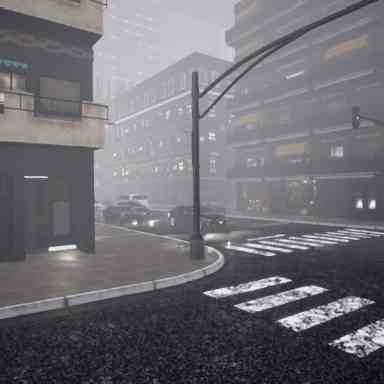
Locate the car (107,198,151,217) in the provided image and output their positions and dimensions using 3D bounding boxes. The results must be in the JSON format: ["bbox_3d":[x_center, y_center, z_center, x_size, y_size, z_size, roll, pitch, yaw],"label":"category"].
[{"bbox_3d":[-5.309,1.540,28.879,1.837,1.490,4.892,-1,1,-36],"label":"car"}]

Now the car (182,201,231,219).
[{"bbox_3d":[1.189,1.512,29.144,2.008,1.369,4.403,-1,1,-36],"label":"car"}]

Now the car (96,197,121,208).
[{"bbox_3d":[-11.914,1.519,47.220,1.887,1.381,4.507,-1,1,-36],"label":"car"}]

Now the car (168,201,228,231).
[{"bbox_3d":[0.258,1.534,21.201,1.837,1.490,4.892,-1,1,-36],"label":"car"}]

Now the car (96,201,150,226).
[{"bbox_3d":[-5.191,1.632,24.519,1.947,1.339,4.313,-1,1,-36],"label":"car"}]

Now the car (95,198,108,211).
[{"bbox_3d":[-11.356,1.568,37.237,1.812,1.442,4.674,-1,1,-36],"label":"car"}]

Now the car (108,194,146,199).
[{"bbox_3d":[-6.716,1.222,35.841,2.150,2.045,5.566,-1,1,-36],"label":"car"}]
